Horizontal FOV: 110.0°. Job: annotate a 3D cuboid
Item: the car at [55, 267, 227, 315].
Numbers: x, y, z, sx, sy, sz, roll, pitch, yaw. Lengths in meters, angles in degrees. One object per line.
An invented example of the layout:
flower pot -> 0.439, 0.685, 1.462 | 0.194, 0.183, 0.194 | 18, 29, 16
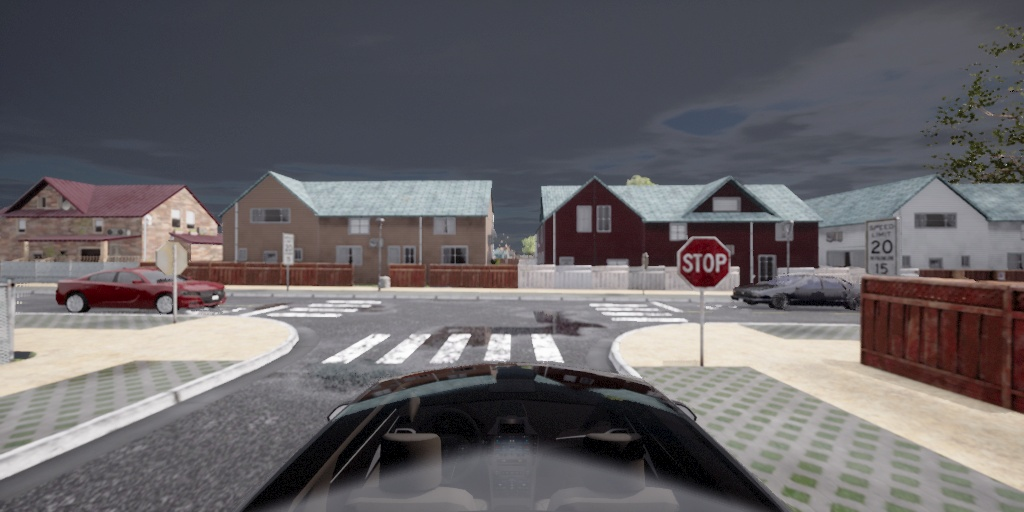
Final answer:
car -> -13.037, 1.180, 12.800 | 5.008, 1.535, 1.882 | 1, 0, 1

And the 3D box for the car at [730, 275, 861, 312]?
car -> 12.400, 1.512, 15.180 | 5.357, 1.411, 2.033 | 1, 0, 1
